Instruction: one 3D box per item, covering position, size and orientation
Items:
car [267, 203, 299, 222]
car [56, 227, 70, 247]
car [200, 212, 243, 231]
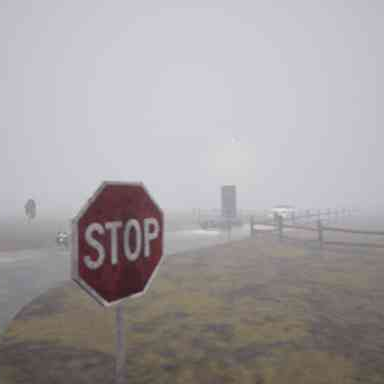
[{"bbox_3d":[10.640,2.301,38.380,2.150,2.045,5.566,-2,-3,35],"label":"car"},{"bbox_3d":[-4.498,1.958,17.126,2.128,1.511,4.902,-2,-2,35],"label":"car"},{"bbox_3d":[2.444,2.304,26.867,1.994,1.385,4.181,-2,-2,36],"label":"car"}]
